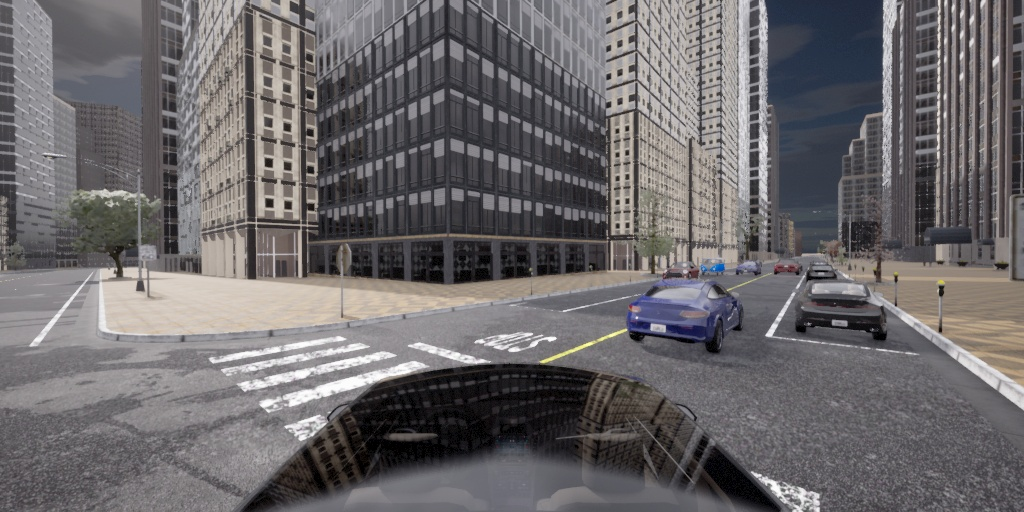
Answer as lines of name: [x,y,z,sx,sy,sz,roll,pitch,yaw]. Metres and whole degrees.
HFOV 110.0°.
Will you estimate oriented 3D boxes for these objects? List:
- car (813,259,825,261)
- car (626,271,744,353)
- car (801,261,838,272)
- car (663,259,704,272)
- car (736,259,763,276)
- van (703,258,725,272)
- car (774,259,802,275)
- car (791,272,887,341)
car: [34.365,1.294,40.056,1.948,1.339,4.313,0,0,40]
car: [4.405,1.271,8.909,1.812,1.442,4.674,0,0,40]
car: [23.411,1.305,27.150,1.948,1.339,4.313,0,0,40]
car: [13.376,1.165,28.277,1.967,1.591,4.097,0,0,40]
car: [24.914,1.248,37.711,1.812,1.442,4.674,0,0,40]
van: [20.676,1.060,36.880,1.690,1.789,3.998,0,0,40]
car: [29.233,1.079,38.032,2.097,1.767,4.553,0,0,41]
car: [8.906,1.300,9.859,2.007,1.370,4.403,0,0,40]
